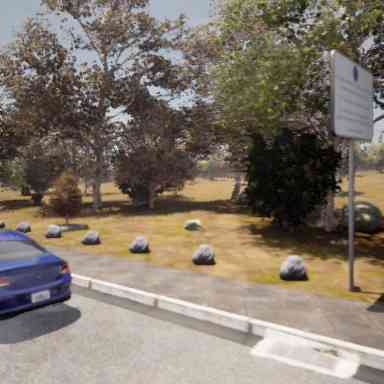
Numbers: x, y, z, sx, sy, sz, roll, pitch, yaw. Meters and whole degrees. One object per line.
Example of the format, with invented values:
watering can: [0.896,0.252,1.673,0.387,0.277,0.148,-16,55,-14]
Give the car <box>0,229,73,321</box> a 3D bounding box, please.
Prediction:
car: [-4.268,1.467,6.610,4.674,1.442,1.812,1,0,36]
